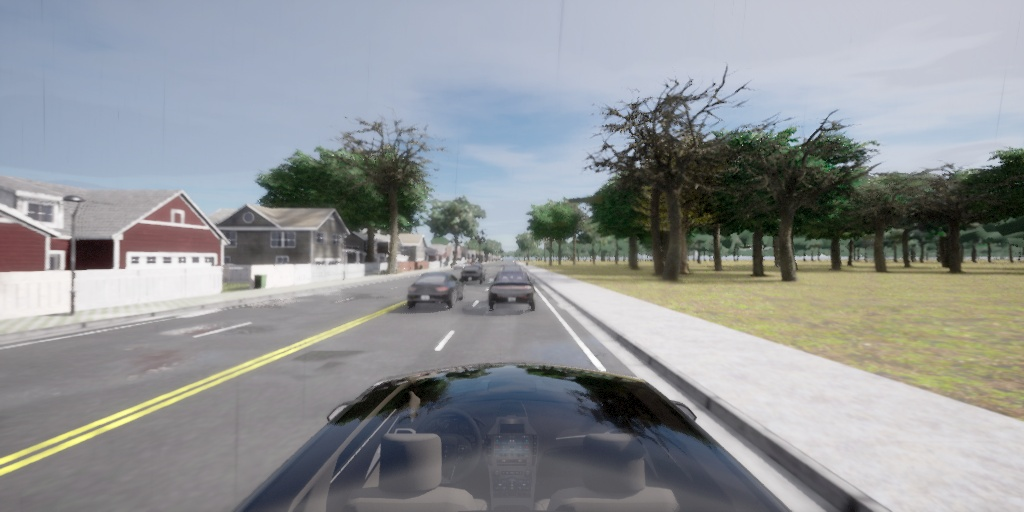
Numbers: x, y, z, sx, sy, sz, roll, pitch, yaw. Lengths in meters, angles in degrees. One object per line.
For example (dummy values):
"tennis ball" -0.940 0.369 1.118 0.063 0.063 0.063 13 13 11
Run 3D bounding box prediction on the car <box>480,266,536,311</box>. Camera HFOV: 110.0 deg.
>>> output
"car" 0.007 1.375 15.357 2.128 1.511 4.902 0 0 0

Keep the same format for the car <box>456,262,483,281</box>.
"car" -3.255 1.533 30.347 1.837 1.490 4.892 0 0 0

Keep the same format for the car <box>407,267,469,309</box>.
"car" -3.240 1.411 15.748 1.812 1.442 4.674 0 0 0
